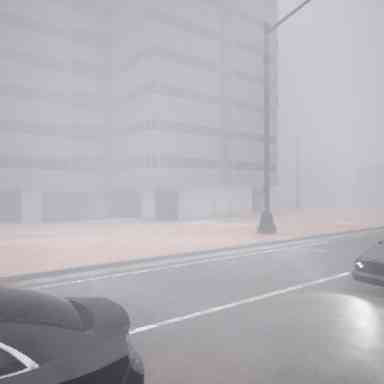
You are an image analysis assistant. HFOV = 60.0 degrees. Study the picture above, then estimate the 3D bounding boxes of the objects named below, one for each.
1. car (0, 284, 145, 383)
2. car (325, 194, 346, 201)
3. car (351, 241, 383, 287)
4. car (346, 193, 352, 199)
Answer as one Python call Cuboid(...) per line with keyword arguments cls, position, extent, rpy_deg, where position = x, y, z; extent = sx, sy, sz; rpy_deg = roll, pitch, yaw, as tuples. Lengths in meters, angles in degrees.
Cuboid(cls="car", position=(-2.686, 1.511, 2.038), extent=(4.892, 1.490, 1.837), rpy_deg=(0, 0, -35))
Cuboid(cls="car", position=(34.218, 1.483, 80.481), extent=(1.970, 1.475, 3.806), rpy_deg=(0, -1, -37))
Cuboid(cls="car", position=(6.193, 1.506, 8.288), extent=(5.357, 1.411, 2.033), rpy_deg=(0, 0, -36))
Cuboid(cls="car", position=(41.340, 1.076, 84.479), extent=(2.152, 1.636, 5.027), rpy_deg=(0, 0, -37))
